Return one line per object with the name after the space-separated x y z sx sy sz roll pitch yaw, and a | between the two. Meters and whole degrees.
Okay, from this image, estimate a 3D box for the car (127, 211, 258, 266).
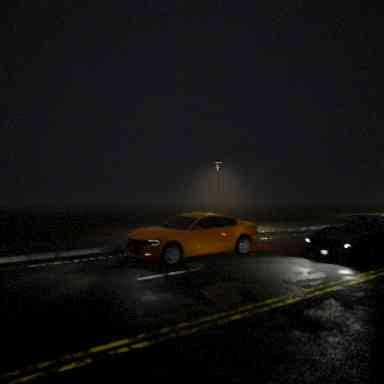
0.172 1.482 11.823 5.008 1.535 1.882 0 0 -36 | car

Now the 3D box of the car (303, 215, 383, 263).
6.430 1.564 12.336 5.357 1.411 2.033 0 0 -36 | car
